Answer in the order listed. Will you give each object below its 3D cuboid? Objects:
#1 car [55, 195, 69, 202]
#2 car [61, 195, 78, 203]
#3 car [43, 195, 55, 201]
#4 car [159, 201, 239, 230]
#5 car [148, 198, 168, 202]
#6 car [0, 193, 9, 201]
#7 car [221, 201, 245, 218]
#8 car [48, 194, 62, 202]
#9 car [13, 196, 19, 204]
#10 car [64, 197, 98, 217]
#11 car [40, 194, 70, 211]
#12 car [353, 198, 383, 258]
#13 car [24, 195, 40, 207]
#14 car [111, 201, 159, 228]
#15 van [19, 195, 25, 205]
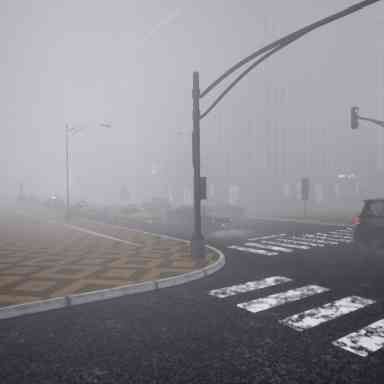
[{"bbox_3d":[-26.745,1.408,68.274,1.802,1.307,4.206,-1,1,-36],"label":"car"},{"bbox_3d":[-23.507,1.386,63.758,2.008,1.369,4.403,-1,1,-36],"label":"car"},{"bbox_3d":[-33.321,1.332,77.443,1.752,1.417,4.829,-1,1,-36],"label":"car"},{"bbox_3d":[0.278,1.541,21.462,2.033,1.411,5.357,-1,1,-36],"label":"car"},{"bbox_3d":[-4.033,1.329,36.696,1.967,1.590,4.097,-1,1,-36],"label":"car"},{"bbox_3d":[-46.102,1.450,81.746,1.887,1.381,4.507,-1,1,-36],"label":"car"},{"bbox_3d":[2.503,1.455,27.705,2.008,1.369,4.403,-1,1,-36],"label":"car"},{"bbox_3d":[-29.984,1.256,72.789,1.967,1.590,4.097,-1,1,-36],"label":"car"},{"bbox_3d":[-33.149,1.494,63.682,2.008,1.369,4.403,-1,1,-36],"label":"car"},{"bbox_3d":[-10.432,1.533,31.899,1.752,1.417,4.829,-1,1,-36],"label":"car"},{"bbox_3d":[-16.959,1.429,41.101,1.967,1.590,4.097,-1,1,-36],"label":"car"},{"bbox_3d":[8.104,1.229,10.568,2.150,2.045,5.566,0,0,-36],"label":"car"},{"bbox_3d":[-23.435,1.411,50.133,1.967,1.590,4.097,-1,1,-36],"label":"car"},{"bbox_3d":[-4.012,1.552,22.824,1.752,1.417,4.829,-1,1,-36],"label":"car"},{"bbox_3d":[-26.675,1.303,54.648,1.690,1.788,3.998,-1,1,-36],"label":"van"}]
